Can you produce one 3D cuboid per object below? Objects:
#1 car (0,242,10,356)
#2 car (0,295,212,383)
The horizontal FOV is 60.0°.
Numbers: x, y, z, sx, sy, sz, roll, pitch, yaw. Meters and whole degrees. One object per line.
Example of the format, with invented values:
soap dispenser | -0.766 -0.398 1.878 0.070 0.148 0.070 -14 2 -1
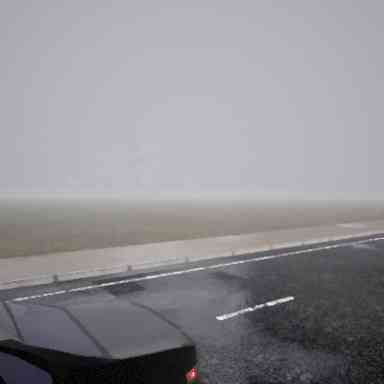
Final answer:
car | -5.304 1.548 3.896 5.357 1.411 2.033 0 0 -35
car | -2.382 1.548 1.986 5.357 1.411 2.033 0 0 -36
